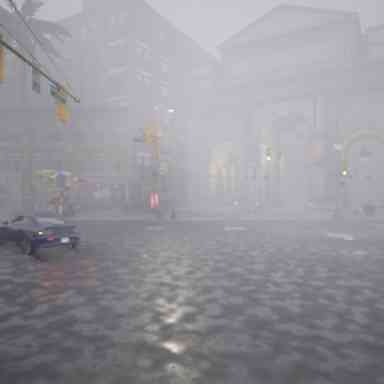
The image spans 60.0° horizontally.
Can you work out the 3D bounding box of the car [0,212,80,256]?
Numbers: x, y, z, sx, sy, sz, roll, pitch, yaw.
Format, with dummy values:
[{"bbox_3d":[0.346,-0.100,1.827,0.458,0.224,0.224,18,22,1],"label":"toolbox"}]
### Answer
[{"bbox_3d":[-6.267,1.536,13.286,4.674,1.442,1.812,0,0,40],"label":"car"}]
